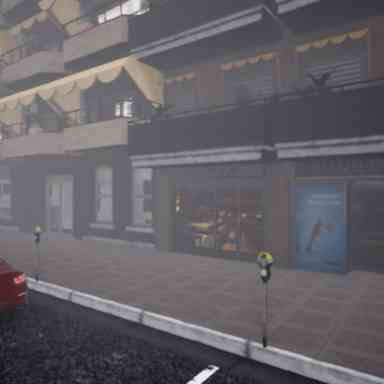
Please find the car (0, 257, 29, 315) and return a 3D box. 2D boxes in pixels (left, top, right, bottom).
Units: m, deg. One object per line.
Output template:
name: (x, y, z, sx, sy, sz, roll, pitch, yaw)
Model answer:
car: (-4.696, 1.571, 6.222, 4.206, 1.307, 1.802, 0, 0, 35)
